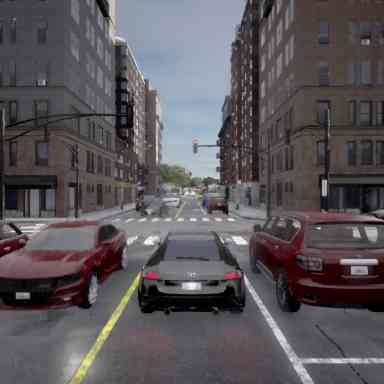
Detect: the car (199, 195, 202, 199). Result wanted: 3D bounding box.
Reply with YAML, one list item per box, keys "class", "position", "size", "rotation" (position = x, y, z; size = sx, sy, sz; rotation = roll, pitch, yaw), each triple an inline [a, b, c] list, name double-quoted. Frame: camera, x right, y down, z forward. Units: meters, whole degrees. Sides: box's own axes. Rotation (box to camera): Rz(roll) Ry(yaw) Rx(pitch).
- class: "car"
  position: [2.615, 1.312, 51.185]
  size: [2.192, 1.841, 5.009]
  rotation: [0, 0, 0]

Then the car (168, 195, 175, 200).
- class: "car"
  position: [-5.526, 1.575, 89.698]
  size: [1.802, 1.307, 4.206]
  rotation: [0, 0, 0]

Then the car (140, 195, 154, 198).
- class: "car"
  position: [-5.475, 1.313, 40.164]
  size: [2.192, 1.841, 5.009]
  rotation: [0, 0, 0]

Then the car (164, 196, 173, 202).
- class: "car"
  position: [-5.514, 1.545, 78.690]
  size: [2.008, 1.369, 4.403]
  rotation: [0, 0, 0]

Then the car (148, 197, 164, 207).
- class: "car"
  position: [-5.486, 1.548, 51.172]
  size: [2.008, 1.369, 4.403]
  rotation: [0, 0, 0]

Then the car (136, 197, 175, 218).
- class: "car"
  position: [-3.270, 1.490, 30.291]
  size: [2.128, 1.511, 4.902]
  rotation: [0, 0, 7]

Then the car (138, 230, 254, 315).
- class: "car"
  position: [0.014, 1.564, 7.640]
  size: [1.994, 1.385, 4.181]
  rotation: [0, 0, 1]

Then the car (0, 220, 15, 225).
- class: "car"
  position: [-5.397, 1.440, 7.605]
  size: [1.967, 1.590, 4.097]
  rotation: [0, 0, 0]

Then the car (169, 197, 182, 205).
- class: "car"
  position: [-2.867, 1.560, 59.630]
  size: [1.994, 1.385, 4.181]
  rotation: [0, 0, 2]

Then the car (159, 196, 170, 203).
- class: "car"
  position: [-5.503, 1.540, 67.683]
  size: [1.887, 1.381, 4.507]
  rotation: [0, 0, 0]

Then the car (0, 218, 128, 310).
- class: "car"
  position: [-2.861, 1.477, 8.109]
  size: [1.882, 1.535, 5.008]
  rotation: [0, 0, 0]

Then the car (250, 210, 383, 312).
- class: "car"
  position: [2.628, 1.315, 7.617]
  size: [2.192, 1.841, 5.009]
  rotation: [0, 0, 0]

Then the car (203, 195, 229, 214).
- class: "car"
  position: [2.652, 1.313, 34.673]
  size: [2.192, 1.841, 5.009]
  rotation: [0, 0, 0]

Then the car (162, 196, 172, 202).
- class: "car"
  position: [-5.509, 1.539, 73.186]
  size: [1.887, 1.381, 4.507]
  rotation: [0, 0, 0]

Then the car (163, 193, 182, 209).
- class: "car"
  position: [-2.888, 1.221, 46.252]
  size: [2.150, 2.045, 5.566]
  rotation: [0, 0, 0]
